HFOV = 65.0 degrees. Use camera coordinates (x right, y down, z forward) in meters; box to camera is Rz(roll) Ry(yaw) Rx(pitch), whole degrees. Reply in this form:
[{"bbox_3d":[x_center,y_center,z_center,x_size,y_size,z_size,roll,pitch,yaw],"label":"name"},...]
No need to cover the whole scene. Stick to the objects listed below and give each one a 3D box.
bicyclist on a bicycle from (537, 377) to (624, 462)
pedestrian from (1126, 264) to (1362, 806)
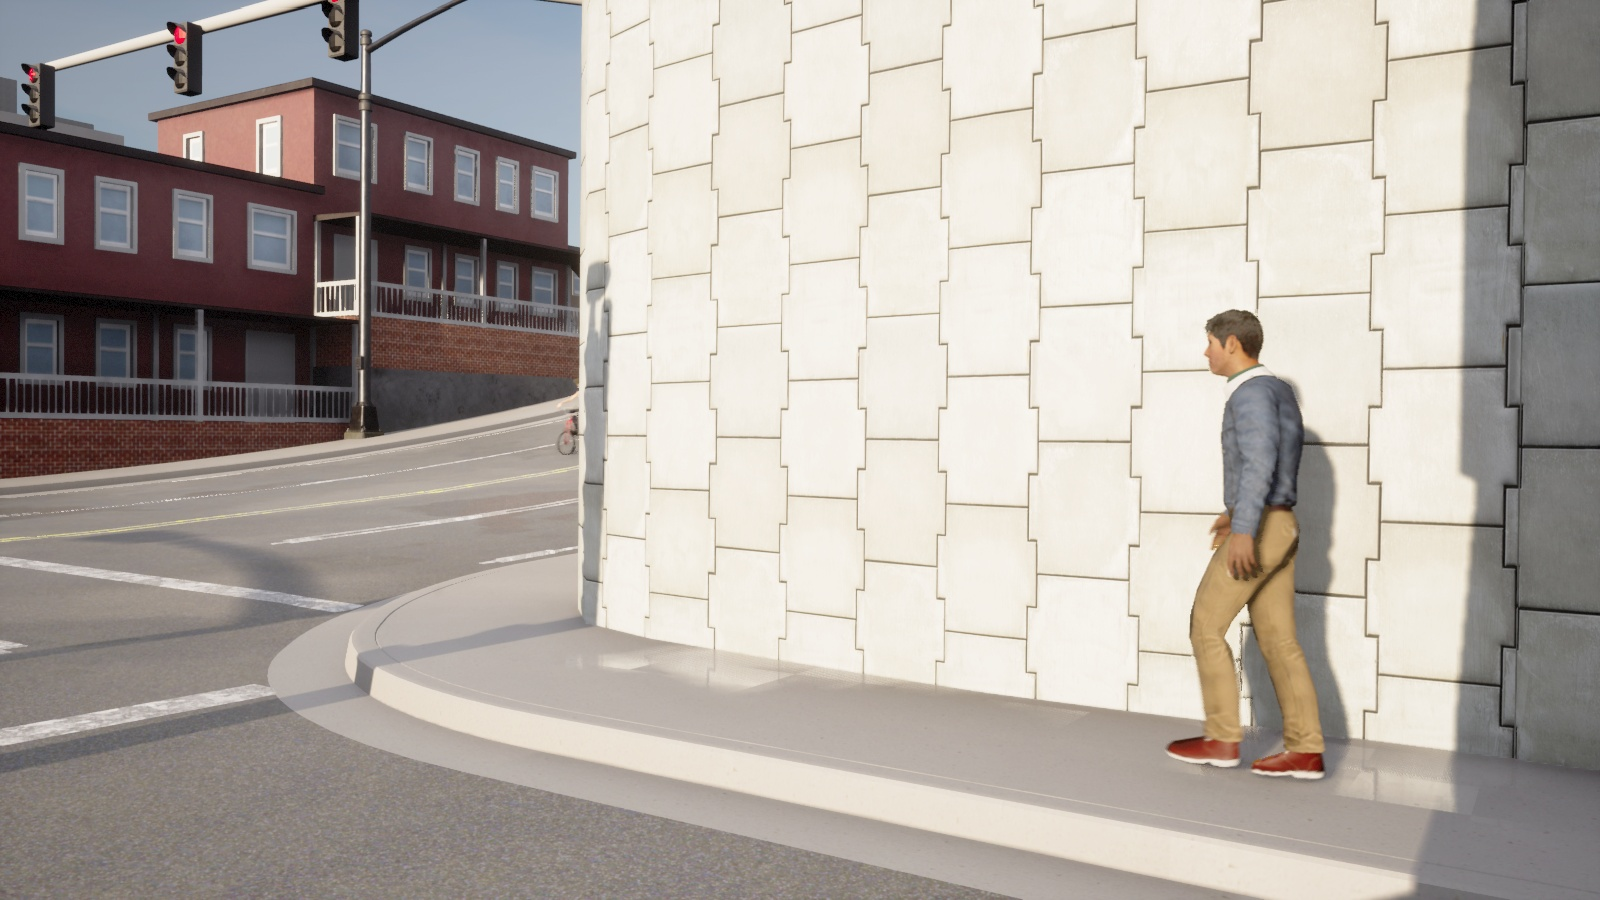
[{"bbox_3d":[-4.609,-0.658,26.497,0.866,1.612,1.509,0,8,33],"label":"bicyclist on a bicycle"},{"bbox_3d":[1.731,0.304,4.901,0.788,1.949,0.423,0,1,32],"label":"pedestrian"}]
